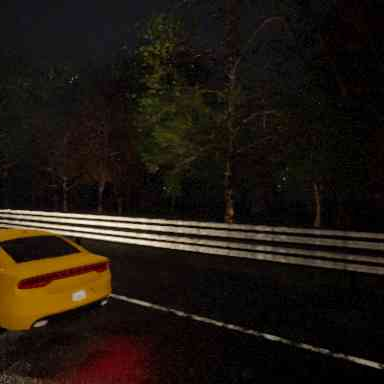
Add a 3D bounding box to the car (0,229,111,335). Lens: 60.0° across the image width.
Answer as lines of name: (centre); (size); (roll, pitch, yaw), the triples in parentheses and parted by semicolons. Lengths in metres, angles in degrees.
car: (-3.801, 1.489, 6.725); (5.008, 1.535, 1.882); (0, 0, 36)
